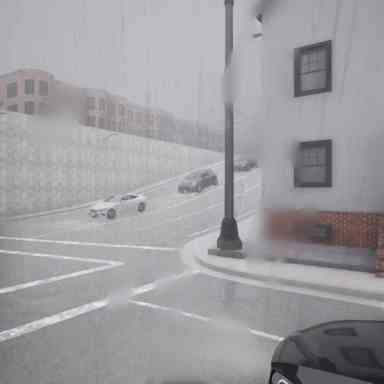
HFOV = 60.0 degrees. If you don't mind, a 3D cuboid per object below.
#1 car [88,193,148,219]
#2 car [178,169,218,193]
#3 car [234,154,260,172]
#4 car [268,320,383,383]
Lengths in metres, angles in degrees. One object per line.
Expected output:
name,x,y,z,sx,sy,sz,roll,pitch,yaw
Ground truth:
car,-5.071,0.864,23.311,1.812,1.442,4.674,0,7,35
car,0.553,-1.125,31.338,2.097,1.767,4.553,0,13,34
car,6.237,-3.504,39.358,2.097,1.767,4.553,0,14,35
car,2.773,1.526,1.993,4.674,1.442,1.812,0,0,36
